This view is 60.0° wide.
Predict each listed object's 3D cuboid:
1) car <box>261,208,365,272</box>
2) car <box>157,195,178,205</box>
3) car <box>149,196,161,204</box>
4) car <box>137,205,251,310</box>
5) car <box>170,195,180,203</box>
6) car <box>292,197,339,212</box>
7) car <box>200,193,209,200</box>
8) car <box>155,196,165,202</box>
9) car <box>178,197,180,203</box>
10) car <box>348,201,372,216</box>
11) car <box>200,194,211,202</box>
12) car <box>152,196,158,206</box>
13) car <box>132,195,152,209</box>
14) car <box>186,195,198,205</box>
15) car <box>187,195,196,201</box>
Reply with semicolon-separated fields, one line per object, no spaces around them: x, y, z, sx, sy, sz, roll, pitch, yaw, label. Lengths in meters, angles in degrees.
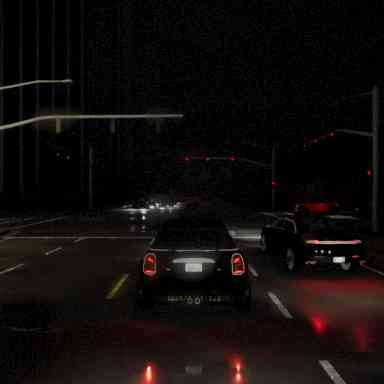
3.600;1.492;10.801;2.128;1.511;4.902;0;0;-3;car
-3.678;1.547;50.817;2.033;1.411;5.357;0;0;0;car
-7.164;1.526;64.195;1.812;1.442;4.674;0;0;0;car
0.043;1.352;7.992;2.097;1.767;4.553;0;0;0;car
-3.624;1.500;70.530;1.837;1.490;4.892;0;0;0;car
12.860;1.407;34.895;4.553;1.767;2.097;0;0;4;car
3.346;1.216;87.514;2.097;1.767;4.553;0;0;0;car
-7.131;1.594;74.238;1.895;1.301;4.718;0;0;0;car
-3.678;1.491;60.320;2.128;1.511;4.902;0;0;0;car
17.129;1.581;31.161;4.674;1.442;1.812;0;0;0;car
3.364;1.519;77.434;1.812;1.442;4.674;0;0;0;car
-7.184;1.352;55.399;2.097;1.767;4.553;0;0;0;car
-7.175;1.526;46.496;1.812;1.442;4.674;0;0;0;car
0.007;1.477;55.576;1.882;1.535;5.008;0;0;0;car
-0.144;1.540;81.985;2.033;1.411;5.357;0;0;0;car
